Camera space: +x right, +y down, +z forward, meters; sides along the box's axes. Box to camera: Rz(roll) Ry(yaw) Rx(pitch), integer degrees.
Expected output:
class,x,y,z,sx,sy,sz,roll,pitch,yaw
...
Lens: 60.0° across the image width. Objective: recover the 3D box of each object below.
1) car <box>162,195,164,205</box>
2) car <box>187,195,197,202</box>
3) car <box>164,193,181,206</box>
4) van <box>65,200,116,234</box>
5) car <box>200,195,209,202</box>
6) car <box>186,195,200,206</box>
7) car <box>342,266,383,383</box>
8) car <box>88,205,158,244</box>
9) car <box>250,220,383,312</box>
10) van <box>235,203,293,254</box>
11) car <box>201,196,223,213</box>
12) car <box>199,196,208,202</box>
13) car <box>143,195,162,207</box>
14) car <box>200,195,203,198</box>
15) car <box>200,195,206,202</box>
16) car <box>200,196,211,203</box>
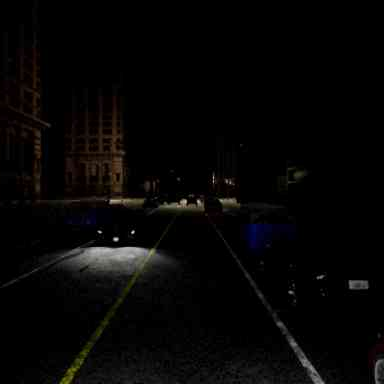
class,x,y,z,sx,sy,sz,roll,pitch,yaw
car,-5.773,1.594,58.342,1.947,1.339,4.313,0,0,0
car,-0.010,1.414,75.126,2.128,1.511,4.902,0,0,0
car,-3.062,1.249,57.484,2.150,2.045,5.566,0,0,1
van,-5.769,1.353,18.856,1.690,1.788,3.998,0,0,0
car,2.750,1.465,75.268,1.967,1.590,4.097,0,0,0
car,-0.007,1.553,55.813,1.812,1.442,4.674,0,0,0
car,2.759,1.583,1.938,1.802,1.307,4.206,0,0,0
car,-3.105,1.558,16.239,2.033,1.411,5.357,0,0,0
car,2.758,1.571,7.579,1.947,1.339,4.313,0,0,0
van,2.757,1.350,13.219,1.690,1.788,3.998,0,0,0
car,2.355,1.500,37.518,1.882,1.535,5.008,0,0,0
car,2.750,1.573,80.908,2.008,1.369,4.403,0,0,0
car,-5.772,1.466,47.060,1.967,1.590,4.097,0,0,0
car,2.752,1.553,64.155,1.752,1.417,4.829,0,0,0
car,2.753,1.593,52.704,1.947,1.339,4.313,0,0,0
car,2.751,1.577,69.626,2.008,1.369,4.403,0,0,0
